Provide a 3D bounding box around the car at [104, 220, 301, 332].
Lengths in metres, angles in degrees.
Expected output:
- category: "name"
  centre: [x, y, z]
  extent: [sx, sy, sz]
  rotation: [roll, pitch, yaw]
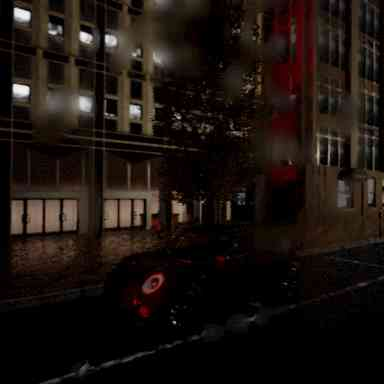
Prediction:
- category: "car"
  centre: [0.324, 1.434, 6.780]
  extent: [4.097, 1.590, 1.967]
  rotation: [0, 1, -36]
